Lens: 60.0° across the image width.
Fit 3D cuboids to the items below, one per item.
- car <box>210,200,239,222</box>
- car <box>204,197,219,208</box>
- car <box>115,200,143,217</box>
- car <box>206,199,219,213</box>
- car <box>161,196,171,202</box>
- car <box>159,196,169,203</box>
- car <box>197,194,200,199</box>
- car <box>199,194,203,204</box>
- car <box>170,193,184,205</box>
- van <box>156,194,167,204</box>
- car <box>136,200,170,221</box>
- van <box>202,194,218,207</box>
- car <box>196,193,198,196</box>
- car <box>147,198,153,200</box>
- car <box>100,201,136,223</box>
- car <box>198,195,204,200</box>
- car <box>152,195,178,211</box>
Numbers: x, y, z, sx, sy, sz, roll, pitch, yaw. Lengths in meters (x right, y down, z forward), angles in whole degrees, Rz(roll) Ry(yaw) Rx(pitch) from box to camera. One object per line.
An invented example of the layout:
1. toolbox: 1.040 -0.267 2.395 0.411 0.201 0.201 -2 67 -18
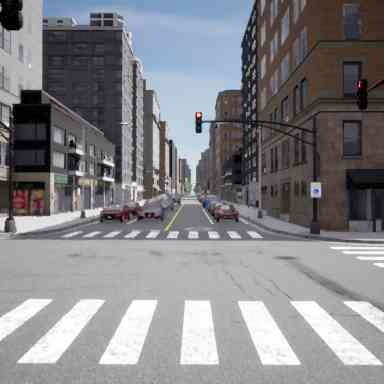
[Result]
1. car: 2.634 1.588 25.978 1.802 1.307 4.206 1 0 0
2. car: 2.615 1.591 37.325 1.802 1.307 4.206 1 0 0
3. car: -5.901 1.552 31.646 1.887 1.381 4.507 1 0 0
4. car: 2.624 1.589 31.651 1.802 1.307 4.206 1 0 0
5. car: -5.975 1.582 77.029 2.008 1.369 4.403 1 0 0
6. car: -5.966 1.609 71.356 1.802 1.307 4.206 1 0 0
7. car: 2.559 1.593 71.365 1.947 1.339 4.313 1 0 0
8. car: 2.599 1.329 48.672 2.192 1.841 5.009 1 0 0
9. car: -3.102 1.241 59.352 2.150 2.045 5.566 0 0 0
10. van: -5.955 1.365 65.683 1.690 1.788 3.998 1 0 0
11. car: -3.143 1.570 26.668 1.994 1.385 4.181 0 0 0
12. van: 2.608 1.353 42.999 1.690 1.788 3.998 1 0 0
13. car: 2.543 1.349 82.712 2.192 1.841 5.009 1 0 0
14. car: -5.929 1.596 48.665 1.802 1.307 4.206 1 0 0
15. car: -5.892 1.551 25.973 1.887 1.381 4.507 1 0 0
16. car: 2.523 1.565 94.229 1.752 1.417 4.829 1 0 0
17. car: -3.163 1.503 40.187 2.128 1.511 4.902 0 0 0
